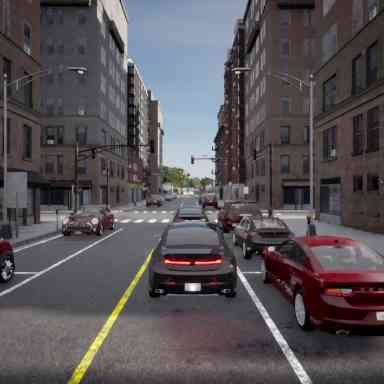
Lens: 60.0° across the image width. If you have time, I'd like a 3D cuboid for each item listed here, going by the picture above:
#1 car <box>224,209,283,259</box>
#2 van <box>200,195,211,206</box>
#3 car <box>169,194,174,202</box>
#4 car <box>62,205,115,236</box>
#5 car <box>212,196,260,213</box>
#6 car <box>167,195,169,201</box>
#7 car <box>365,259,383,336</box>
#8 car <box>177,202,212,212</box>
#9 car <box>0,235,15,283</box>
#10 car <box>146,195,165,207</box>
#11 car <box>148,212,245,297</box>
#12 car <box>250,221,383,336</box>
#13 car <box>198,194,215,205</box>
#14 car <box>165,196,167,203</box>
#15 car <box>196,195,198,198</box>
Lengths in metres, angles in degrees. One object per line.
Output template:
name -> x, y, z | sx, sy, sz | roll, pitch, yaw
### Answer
car -> 2.557, 1.551, 12.416 | 2.008, 1.369, 4.403 | 0, 0, 0
van -> 2.313, 1.339, 56.161 | 1.690, 1.788, 3.998 | 0, 0, 0
car -> -5.935, 1.541, 78.119 | 1.887, 1.381, 4.507 | 0, 0, 0
car -> -5.507, 1.440, 18.042 | 1.967, 1.590, 4.097 | 0, 0, 0
car -> 2.518, 1.315, 18.098 | 2.192, 1.841, 5.009 | 0, 0, 0
car -> -5.830, 1.548, 61.608 | 2.008, 1.369, 4.403 | 0, 0, 0
car -> 2.634, 1.440, 1.051 | 1.967, 1.590, 4.097 | 0, 0, 0
car -> -0.058, 1.505, 17.971 | 1.837, 1.490, 4.892 | 0, 0, 0
car -> -5.430, 1.440, 6.678 | 1.967, 1.590, 4.097 | 0, 0, 0
car -> -5.760, 1.314, 50.601 | 2.192, 1.841, 5.009 | 0, 0, 0
car -> 0.014, 1.505, 8.554 | 1.837, 1.490, 4.892 | 0, 0, 0
car -> 2.595, 1.545, 6.734 | 1.887, 1.381, 4.507 | 0, 0, 0
car -> 2.397, 1.314, 45.154 | 2.192, 1.841, 5.009 | 0, 0, 0
car -> -5.795, 1.564, 56.104 | 1.947, 1.339, 4.313 | 0, 0, 0
car -> 2.271, 1.313, 61.665 | 2.192, 1.841, 5.009 | 0, 0, 0
